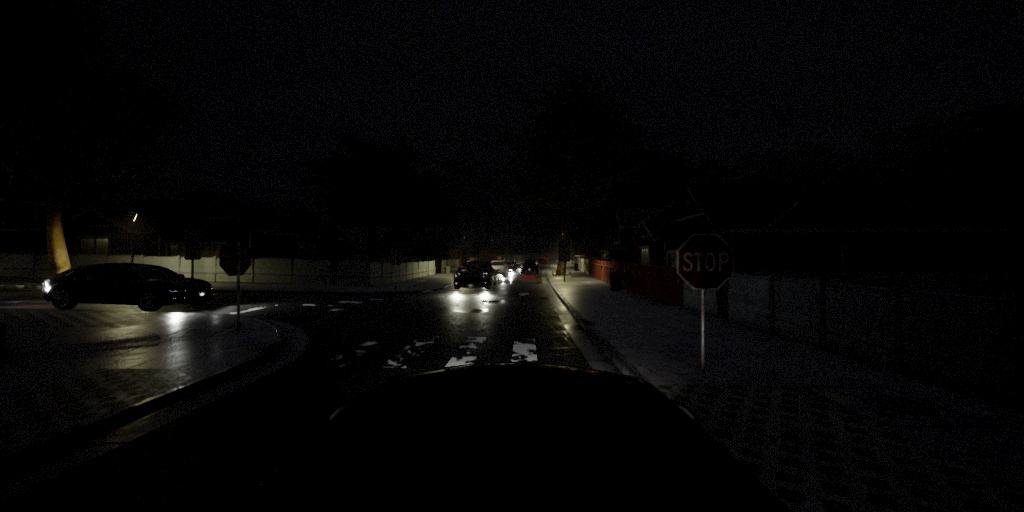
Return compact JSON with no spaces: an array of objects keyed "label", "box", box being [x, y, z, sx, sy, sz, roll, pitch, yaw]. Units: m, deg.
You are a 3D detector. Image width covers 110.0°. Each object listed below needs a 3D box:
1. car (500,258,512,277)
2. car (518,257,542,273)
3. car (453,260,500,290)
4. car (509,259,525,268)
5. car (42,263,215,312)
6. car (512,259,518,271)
[{"label":"car","box":[-1.380,1.171,34.150,1.812,1.442,4.674,0,0,5]},{"label":"car","box":[2.091,1.103,40.021,1.837,1.490,4.892,0,0,6]},{"label":"car","box":[-2.195,1.073,22.180,2.097,1.767,4.553,0,0,3]},{"label":"car","box":[0.863,1.087,54.744,1.895,1.301,4.718,0,0,8]},{"label":"car","box":[-12.987,1.014,12.312,4.892,1.490,1.837,1,0,2]},{"label":"car","box":[-0.379,1.058,44.642,2.128,1.511,4.902,0,0,6]}]
